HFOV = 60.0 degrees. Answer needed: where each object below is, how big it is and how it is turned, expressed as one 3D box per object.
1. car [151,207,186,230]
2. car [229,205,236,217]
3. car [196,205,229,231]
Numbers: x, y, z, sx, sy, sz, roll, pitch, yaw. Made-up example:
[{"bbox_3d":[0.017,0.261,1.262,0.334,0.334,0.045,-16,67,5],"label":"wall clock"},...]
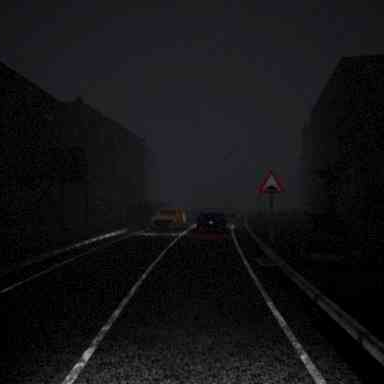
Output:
[{"bbox_3d":[-1.634,1.875,24.180,1.882,1.535,5.008,0,-1,7],"label":"car"},{"bbox_3d":[4.328,2.339,40.891,1.812,1.442,4.674,-1,-2,11],"label":"car"},{"bbox_3d":[1.365,1.789,22.330,1.882,1.535,5.008,0,-3,5],"label":"car"}]
